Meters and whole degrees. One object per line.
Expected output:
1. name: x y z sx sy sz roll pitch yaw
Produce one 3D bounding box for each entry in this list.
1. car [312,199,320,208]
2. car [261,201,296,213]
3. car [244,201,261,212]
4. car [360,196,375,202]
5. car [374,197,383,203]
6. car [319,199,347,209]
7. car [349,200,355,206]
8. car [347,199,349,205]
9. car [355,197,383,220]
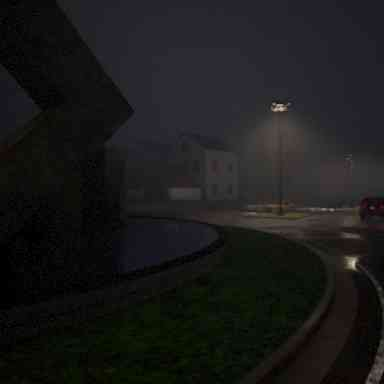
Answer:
1. car: 23.243 2.008 59.698 2.128 1.511 4.902 -1 -1 44
2. car: 11.601 1.908 43.358 5.008 1.535 1.882 0 -1 -40
3. car: 9.152 2.012 45.813 4.674 1.442 1.812 0 -1 -40
4. car: 41.641 1.734 78.942 1.994 1.385 4.181 -1 -1 44
5. car: 43.003 1.820 75.299 1.895 1.301 4.718 -1 -1 44
6. car: 23.256 2.016 54.700 1.994 1.385 4.181 -1 -1 44
7. car: 32.798 2.003 64.621 1.812 1.442 4.674 -1 -1 44
8. car: 31.072 2.132 67.878 1.895 1.301 4.718 -1 -1 44
9. car: 16.509 1.428 29.581 2.150 2.045 5.566 -1 -1 37
